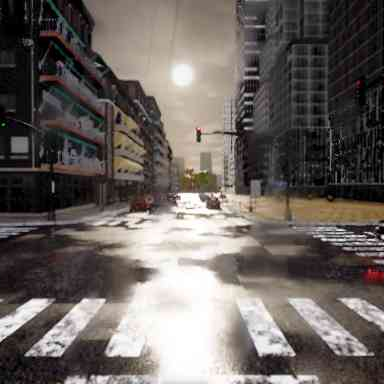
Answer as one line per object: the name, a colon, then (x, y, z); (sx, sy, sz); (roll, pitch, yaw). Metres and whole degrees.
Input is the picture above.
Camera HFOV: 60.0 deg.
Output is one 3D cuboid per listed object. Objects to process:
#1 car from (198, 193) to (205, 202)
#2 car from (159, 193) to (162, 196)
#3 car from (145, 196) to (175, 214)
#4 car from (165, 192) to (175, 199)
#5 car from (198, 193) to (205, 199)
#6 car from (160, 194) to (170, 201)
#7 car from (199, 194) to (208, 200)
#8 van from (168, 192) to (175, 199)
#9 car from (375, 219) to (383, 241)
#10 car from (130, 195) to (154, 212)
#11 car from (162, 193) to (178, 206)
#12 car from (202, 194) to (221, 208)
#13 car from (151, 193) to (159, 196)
car: (2.648, 1.218, 64.902); (2.008, 1.369, 4.403); (-1, 0, 0)
car: (-5.703, 1.037, 53.546); (2.192, 1.841, 5.009); (-1, 0, 0)
car: (-3.097, 1.390, 32.971); (1.994, 1.385, 4.181); (0, 0, 0)
car: (-5.703, 0.873, 87.440); (2.192, 1.841, 5.009); (-1, 0, 0)
car: (2.648, 1.056, 93.317); (1.752, 1.417, 4.829); (-1, 0, 0)
car: (-5.699, 1.222, 70.494); (1.802, 1.307, 4.206); (-1, 0, 0)
car: (2.648, 1.157, 76.200); (1.887, 1.381, 4.507); (-1, 0, 0)
van: (-5.702, 0.873, 93.087); (1.690, 1.788, 3.998); (-1, 0, 0)
car: (9.640, 1.438, 12.732); (4.892, 1.490, 1.837); (0, -1, -5)
car: (-5.700, 1.352, 36.600); (1.887, 1.381, 4.507); (-1, 0, 0)
car: (-3.079, 1.248, 49.309); (1.837, 1.490, 4.892); (0, 0, 0)
car: (2.647, 1.323, 42.306); (1.887, 1.381, 4.507); (-1, 0, 0)
car: (-5.702, 1.218, 42.249); (1.967, 1.590, 4.097); (-1, 0, 0)
